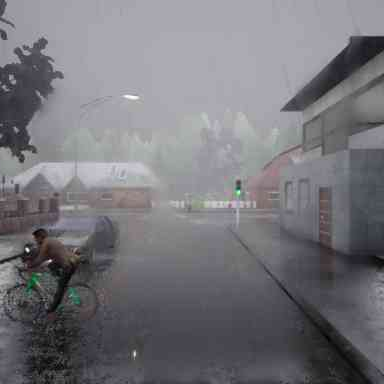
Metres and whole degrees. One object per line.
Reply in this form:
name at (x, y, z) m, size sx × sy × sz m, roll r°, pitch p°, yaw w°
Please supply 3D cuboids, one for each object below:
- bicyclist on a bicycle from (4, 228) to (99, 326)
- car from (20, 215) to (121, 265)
bicyclist on a bicycle at (-2.432, 1.452, 5.720) m, size 1.656 × 1.620 × 0.582 m, roll -1°, pitch 0°, yaw 0°
car at (-3.971, 1.547, 12.014) m, size 2.033 × 1.411 × 5.357 m, roll 0°, pitch 0°, yaw 1°
